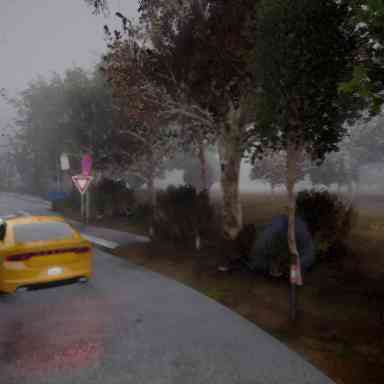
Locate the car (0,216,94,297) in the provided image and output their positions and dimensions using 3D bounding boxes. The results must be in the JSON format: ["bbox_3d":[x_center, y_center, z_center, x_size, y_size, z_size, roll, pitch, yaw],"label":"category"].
[{"bbox_3d":[-4.078,1.364,8.660,1.882,1.535,5.008,-2,2,-33],"label":"car"}]
